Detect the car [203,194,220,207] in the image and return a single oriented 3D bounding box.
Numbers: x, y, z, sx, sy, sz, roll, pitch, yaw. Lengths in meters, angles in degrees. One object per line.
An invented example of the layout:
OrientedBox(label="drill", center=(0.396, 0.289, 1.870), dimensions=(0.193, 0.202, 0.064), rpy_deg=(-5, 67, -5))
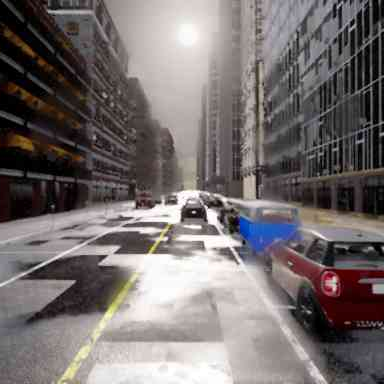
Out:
OrientedBox(label="car", center=(2.750, 1.281, 40.593), dimensions=(1.947, 1.339, 4.313), rpy_deg=(1, 0, 0))

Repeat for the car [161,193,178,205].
OrientedBox(label="car", center=(-3.025, 1.159, 49.025), dimensions=(1.837, 1.490, 4.892), rpy_deg=(0, 0, 0))

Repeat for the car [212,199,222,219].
OrientedBox(label="car", center=(2.730, 1.402, 23.640), dimensions=(1.947, 1.339, 4.313), rpy_deg=(1, 0, 0))

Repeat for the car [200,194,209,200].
OrientedBox(label="car", center=(2.790, 1.052, 74.499), dimensions=(1.802, 1.307, 4.206), rpy_deg=(1, 0, 0))

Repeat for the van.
OrientedBox(label="van", center=(2.721, 1.256, 12.337), dimensions=(1.690, 1.788, 3.998), rpy_deg=(1, 0, 0))

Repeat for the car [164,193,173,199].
OrientedBox(label="car", center=(-5.583, 0.956, 79.993), dimensions=(1.752, 1.417, 4.829), rpy_deg=(1, 0, 0))

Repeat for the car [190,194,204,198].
OrientedBox(label="car", center=(0.149, 1.310, 41.458), dimensions=(1.895, 1.301, 4.718), rpy_deg=(0, 0, 0))

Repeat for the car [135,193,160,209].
OrientedBox(label="car", center=(-5.626, 1.030, 40.603), dimensions=(2.192, 1.841, 5.009), rpy_deg=(1, 0, 0))

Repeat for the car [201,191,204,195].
OrientedBox(label="car", center=(2.766, 1.074, 51.895), dimensions=(1.967, 1.590, 4.097), rpy_deg=(1, 0, 0))

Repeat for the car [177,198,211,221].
OrientedBox(label="car", center=(0.132, 1.386, 25.500), dimensions=(1.994, 1.385, 4.181), rpy_deg=(0, 0, 0))

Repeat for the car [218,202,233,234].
OrientedBox(label="car", center=(2.724, 1.441, 17.989), dimensions=(1.947, 1.339, 4.313), rpy_deg=(1, 0, 0))

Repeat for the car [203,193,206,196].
OrientedBox(label="car", center=(2.757, 1.219, 46.244), dimensions=(1.887, 1.381, 4.507), rpy_deg=(1, 0, 0))

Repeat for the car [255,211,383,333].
OrientedBox(label="car", center=(2.712, 1.394, 6.685), dimensions=(1.967, 1.590, 4.097), rpy_deg=(1, 0, 0))

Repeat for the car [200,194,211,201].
OrientedBox(label="car", center=(2.784, 1.062, 68.848), dimensions=(2.008, 1.369, 4.403), rpy_deg=(1, 0, 0))

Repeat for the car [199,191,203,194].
OrientedBox(label="car", center=(2.772, 1.033, 57.545), dimensions=(1.967, 1.590, 4.097), rpy_deg=(1, 0, 0))
